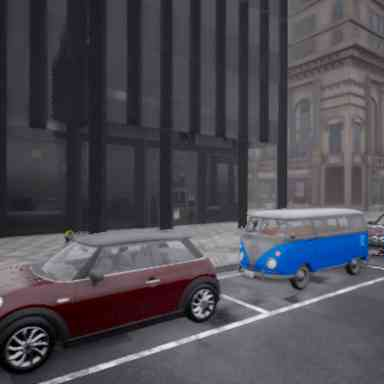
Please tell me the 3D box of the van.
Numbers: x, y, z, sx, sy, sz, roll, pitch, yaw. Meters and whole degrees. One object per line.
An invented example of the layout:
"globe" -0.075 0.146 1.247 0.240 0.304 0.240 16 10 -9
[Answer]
"van" 3.021 1.339 8.802 3.998 1.788 1.690 0 0 -36

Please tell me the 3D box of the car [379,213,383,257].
"car" 7.581 1.437 12.057 4.097 1.590 1.967 0 0 -36

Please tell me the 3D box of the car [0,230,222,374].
"car" -1.538 1.440 5.548 4.097 1.590 1.967 0 0 -36
